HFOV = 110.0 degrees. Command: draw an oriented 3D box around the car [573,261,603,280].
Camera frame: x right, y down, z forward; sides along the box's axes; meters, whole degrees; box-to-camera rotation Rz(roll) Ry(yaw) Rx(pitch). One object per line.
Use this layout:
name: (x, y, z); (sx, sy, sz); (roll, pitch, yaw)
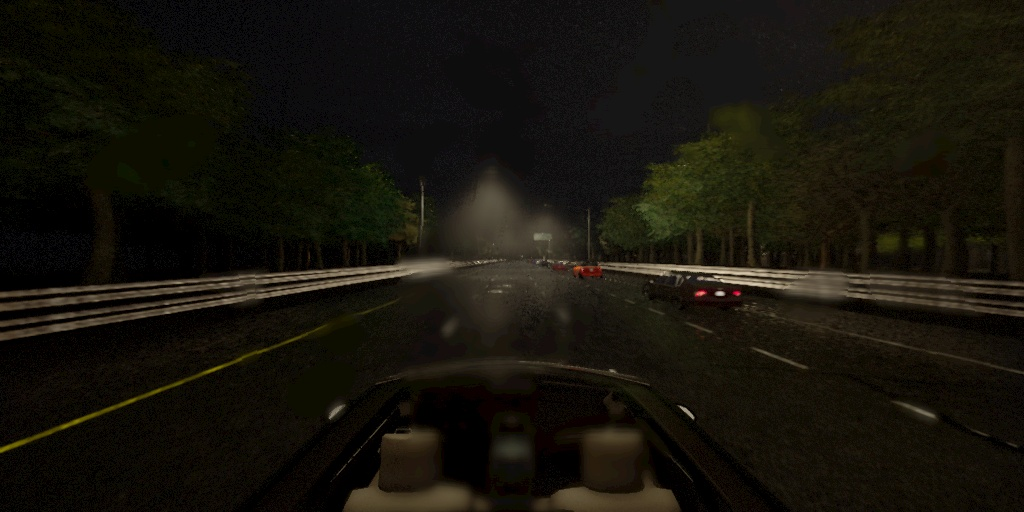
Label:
car: (7.061, 1.246, 33.902); (2.097, 1.767, 4.553); (0, 0, 0)

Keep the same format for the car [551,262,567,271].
car: (7.163, 1.602, 54.960); (1.994, 1.385, 4.181); (0, 0, 0)

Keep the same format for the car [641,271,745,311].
car: (7.009, 1.329, 14.601); (2.033, 1.411, 5.357); (0, 0, 0)
